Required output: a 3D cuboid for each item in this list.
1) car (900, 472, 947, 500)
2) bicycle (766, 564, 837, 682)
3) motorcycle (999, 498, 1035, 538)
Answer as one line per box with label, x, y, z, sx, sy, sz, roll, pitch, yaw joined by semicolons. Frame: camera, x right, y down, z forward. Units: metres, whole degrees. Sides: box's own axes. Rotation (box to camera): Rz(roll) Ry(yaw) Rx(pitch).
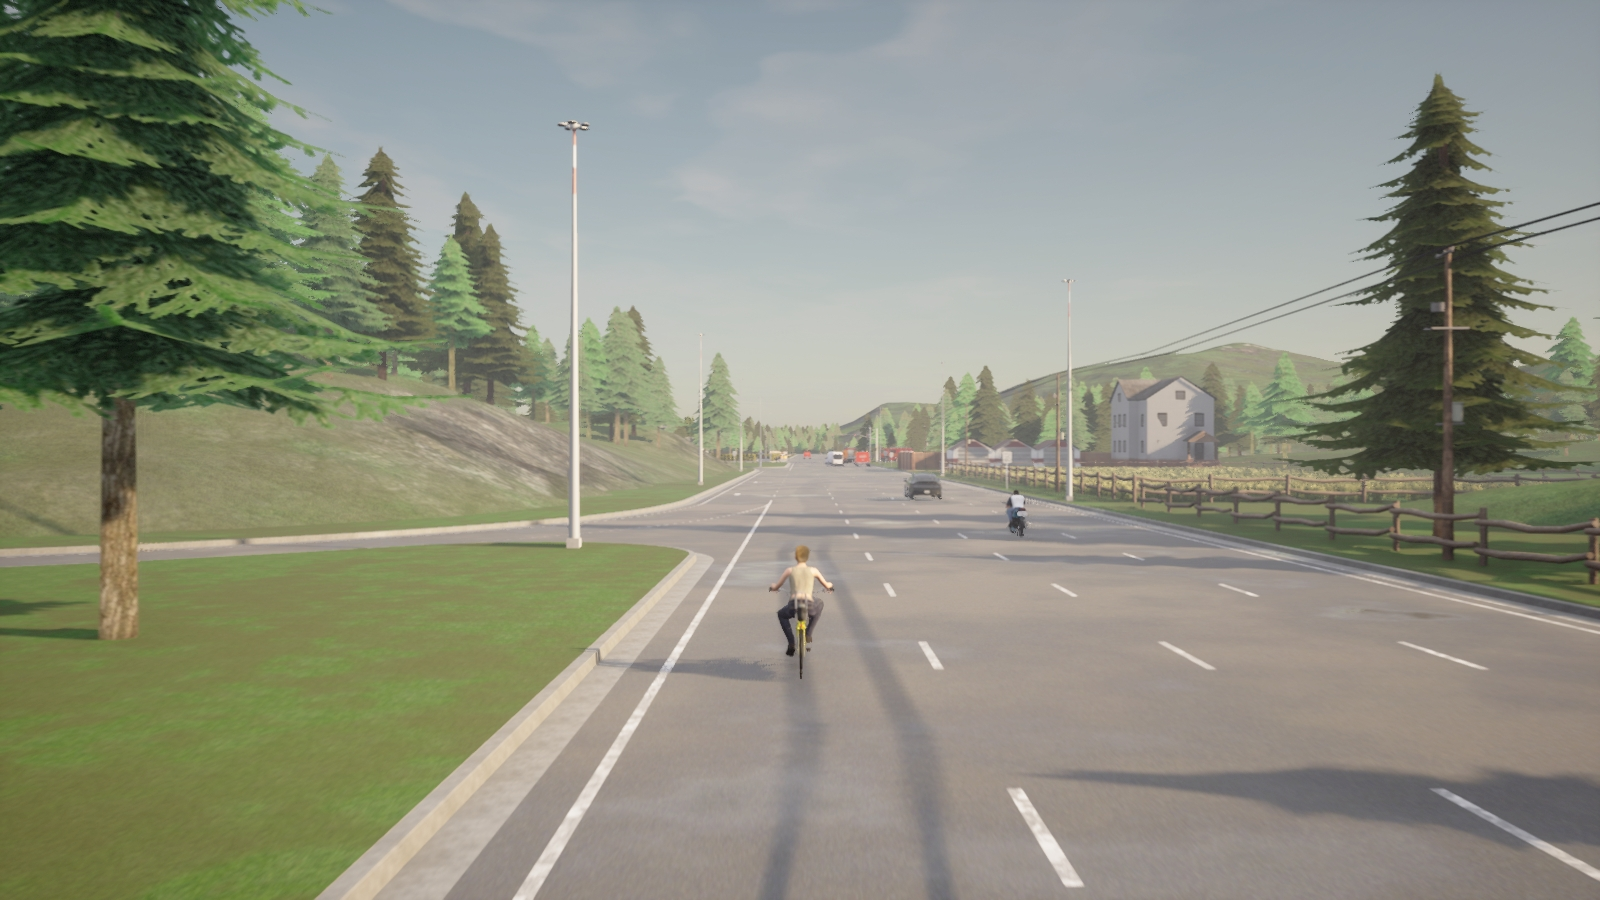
car;7.160;2.095;66.710;2.231;1.480;4.892;0;0;0
bicycle;0.020;2.166;14.565;0.859;1.276;1.487;0;0;1
motorcycle;7.091;2.206;37.371;0.803;1.199;2.033;0;0;0
